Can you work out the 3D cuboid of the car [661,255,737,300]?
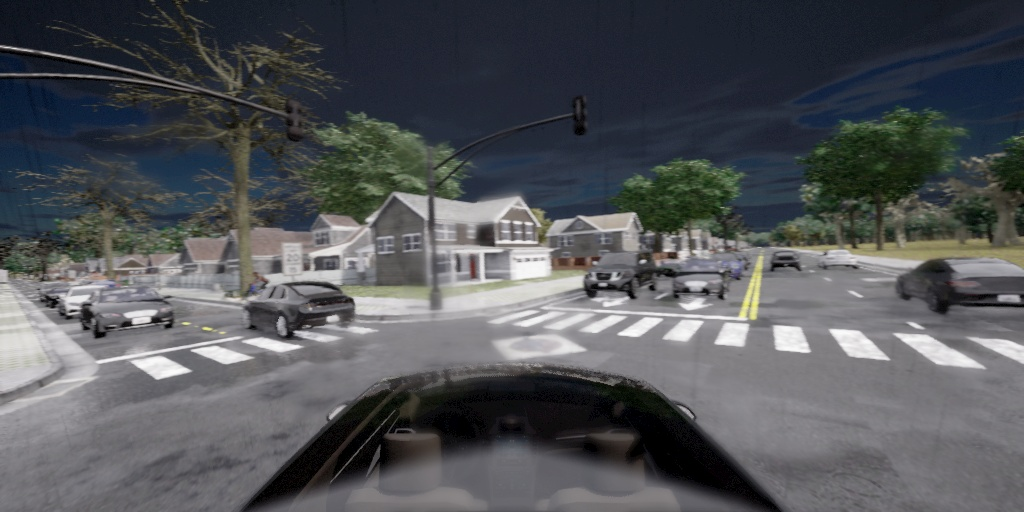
[{"bbox_3d":[8.136,0.908,15.322,2.128,1.511,4.902,-2,0,34],"label":"car"}]

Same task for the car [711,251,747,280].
[{"bbox_3d":[13.391,0.548,22.795,2.097,1.767,4.553,-2,0,35],"label":"car"}]

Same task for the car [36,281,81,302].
[{"bbox_3d":[-37.593,2.939,29.694,4.892,1.490,1.837,-3,0,36],"label":"car"}]

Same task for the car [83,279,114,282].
[{"bbox_3d":[-38.467,3.006,33.852,4.674,1.442,1.812,-3,0,35],"label":"car"}]

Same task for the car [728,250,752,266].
[{"bbox_3d":[25.106,0.210,39.418,1.837,1.490,4.892,-2,1,36],"label":"car"}]

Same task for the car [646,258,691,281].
[{"bbox_3d":[10.955,0.901,24.966,1.895,1.301,4.718,-2,0,35],"label":"car"}]

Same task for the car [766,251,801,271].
[{"bbox_3d":[21.320,0.368,28.101,1.837,1.490,4.892,-2,0,35],"label":"car"}]

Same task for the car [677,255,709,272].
[{"bbox_3d":[16.852,0.655,33.313,1.895,1.301,4.718,-2,0,36],"label":"car"}]

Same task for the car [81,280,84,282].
[{"bbox_3d":[-46.585,3.349,39.598,4.892,1.490,1.837,-3,0,35],"label":"car"}]

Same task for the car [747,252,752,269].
[{"bbox_3d":[19.146,0.520,30.932,1.994,1.385,4.181,-2,0,36],"label":"car"}]

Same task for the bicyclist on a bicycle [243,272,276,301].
[{"bbox_3d":[-14.328,1.708,20.336,0.582,1.620,1.656,-3,0,35],"label":"bicyclist on a bicycle"}]

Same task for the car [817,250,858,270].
[{"bbox_3d":[24.826,0.240,27.444,1.812,1.442,4.674,-2,0,35],"label":"car"}]

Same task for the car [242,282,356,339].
[{"bbox_3d":[-6.824,1.569,11.339,4.892,1.490,1.837,-3,-1,38],"label":"car"}]

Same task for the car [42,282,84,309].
[{"bbox_3d":[-29.180,2.659,23.689,4.718,1.301,1.895,-3,0,35],"label":"car"}]

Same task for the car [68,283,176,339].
[{"bbox_3d":[-13.688,1.857,12.716,4.902,1.511,2.128,-3,0,35],"label":"car"}]

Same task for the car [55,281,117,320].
[{"bbox_3d":[-21.150,2.225,17.994,4.674,1.442,1.812,-3,0,35],"label":"car"}]

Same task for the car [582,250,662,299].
[{"bbox_3d":[5.281,0.759,16.911,2.150,2.045,5.566,-2,0,35],"label":"car"}]

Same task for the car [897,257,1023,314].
[{"bbox_3d":[12.644,0.749,10.069,1.812,1.442,4.674,-2,0,35],"label":"car"}]
